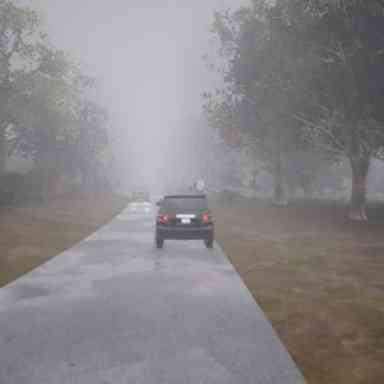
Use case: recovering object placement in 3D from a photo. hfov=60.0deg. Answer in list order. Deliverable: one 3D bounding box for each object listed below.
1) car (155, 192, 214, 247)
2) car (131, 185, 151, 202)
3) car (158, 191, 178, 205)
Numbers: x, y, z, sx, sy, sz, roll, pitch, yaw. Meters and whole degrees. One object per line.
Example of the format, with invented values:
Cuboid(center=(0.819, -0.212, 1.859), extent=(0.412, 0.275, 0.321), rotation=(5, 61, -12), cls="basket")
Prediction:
Cuboid(center=(-0.360, 1.008, 14.062), extent=(2.150, 2.045, 5.566), rotation=(0, 1, -3), cls="car")
Cuboid(center=(-6.378, 0.112, 41.441), extent=(2.150, 2.045, 5.566), rotation=(1, 2, -10), cls="car")
Cuboid(center=(-2.809, 0.644, 37.678), extent=(1.895, 1.301, 4.718), rotation=(1, 2, -8), cls="car")
